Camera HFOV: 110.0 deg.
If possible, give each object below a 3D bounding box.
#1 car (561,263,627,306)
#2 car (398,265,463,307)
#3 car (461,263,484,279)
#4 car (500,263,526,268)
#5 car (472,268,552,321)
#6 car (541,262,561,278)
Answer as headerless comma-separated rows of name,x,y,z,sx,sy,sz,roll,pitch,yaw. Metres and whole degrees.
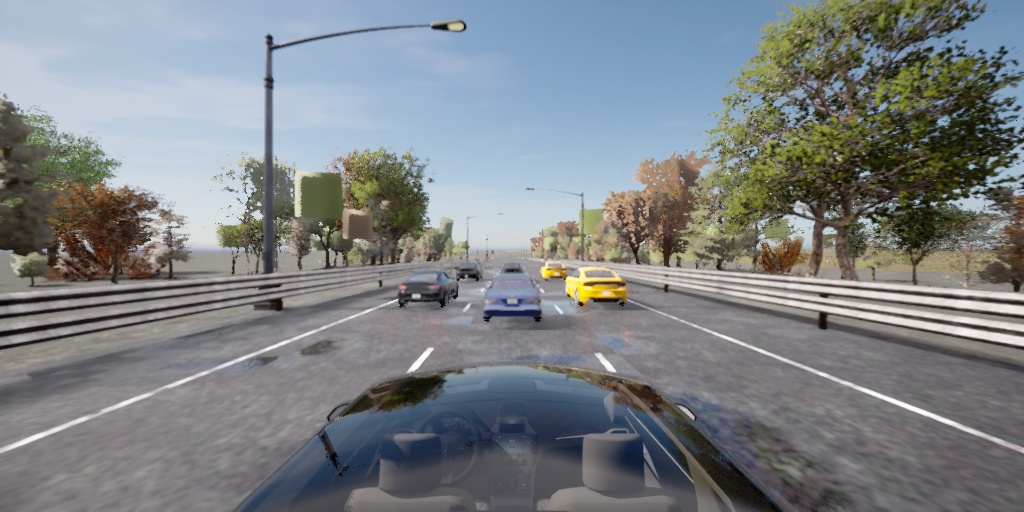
car,3.556,1.240,15.886,1.882,1.535,5.008,0,0,0
car,-3.450,1.288,15.293,1.812,1.442,4.674,0,0,0
car,-3.452,1.284,29.646,1.837,1.490,4.892,0,0,0
car,0.048,1.284,29.633,1.837,1.490,4.892,0,0,0
car,0.028,1.307,12.470,2.033,1.411,5.357,0,0,1
car,3.556,1.257,30.866,1.882,1.535,5.008,0,0,0
